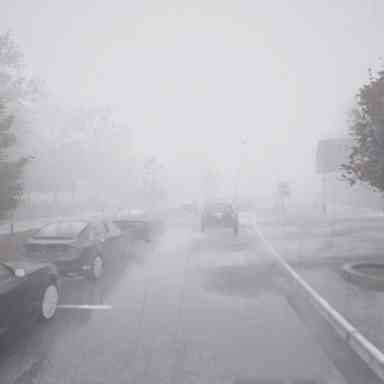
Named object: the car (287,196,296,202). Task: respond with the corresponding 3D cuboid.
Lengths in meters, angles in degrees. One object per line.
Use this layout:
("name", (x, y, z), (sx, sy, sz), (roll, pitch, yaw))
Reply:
("car", (24.808, 1.497, 87.895), (2.435, 2.045, 5.566), (-3, -1, 33))

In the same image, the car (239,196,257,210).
("car", (6.826, 1.538, 42.754), (1.994, 1.385, 4.181), (-1, 0, 17))

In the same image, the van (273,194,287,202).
("van", (21.689, 1.480, 83.362), (1.878, 1.987, 4.442), (-3, -1, 32))

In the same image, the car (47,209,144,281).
("car", (-3.175, 1.492, 9.911), (2.231, 1.521, 4.892), (0, 0, 5))

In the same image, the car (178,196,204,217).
("car", (-0.013, 1.501, 32.043), (2.231, 1.521, 4.892), (-3, 0, 14))

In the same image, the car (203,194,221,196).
("car", (2.787, 1.249, 42.904), (2.435, 2.045, 5.566), (-3, -1, 16))

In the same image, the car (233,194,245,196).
("car", (6.449, 1.511, 53.635), (1.946, 1.575, 5.366), (-3, -1, 22))

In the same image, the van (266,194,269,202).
("van", (15.858, 1.396, 73.816), (1.878, 1.987, 4.442), (-3, -1, 27))

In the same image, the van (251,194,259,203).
("van", (10.780, 1.331, 63.867), (1.878, 1.987, 4.442), (-3, -1, 26))

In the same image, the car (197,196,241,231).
("car", (1.784, 1.346, 20.509), (2.097, 1.767, 4.553), (0, 0, 8))

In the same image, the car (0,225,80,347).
("car", (-3.452, 1.506, 4.208), (2.097, 1.535, 5.008), (0, 0, 3))

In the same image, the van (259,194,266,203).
("van", (13.240, 1.361, 68.888), (1.878, 1.987, 4.442), (-3, -1, 26))

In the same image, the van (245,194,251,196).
("van", (8.492, 1.308, 58.762), (1.878, 1.987, 4.442), (-3, -1, 21))

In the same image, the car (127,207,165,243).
("car", (-2.582, 1.488, 16.210), (2.097, 1.535, 5.008), (0, 0, 7))
